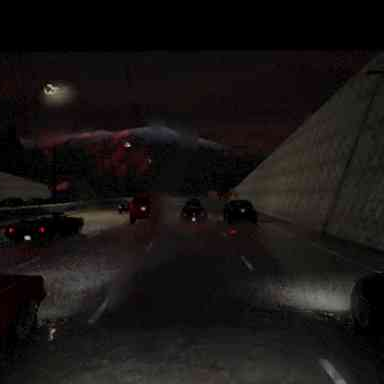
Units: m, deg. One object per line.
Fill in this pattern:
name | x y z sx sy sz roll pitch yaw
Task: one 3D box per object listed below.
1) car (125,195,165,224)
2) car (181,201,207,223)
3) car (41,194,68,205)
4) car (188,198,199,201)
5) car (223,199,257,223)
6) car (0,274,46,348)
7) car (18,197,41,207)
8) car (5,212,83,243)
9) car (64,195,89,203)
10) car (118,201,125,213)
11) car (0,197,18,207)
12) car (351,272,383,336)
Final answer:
car | -3.362 1.261 25.634 2.150 2.045 5.566 0 0 0
car | 0.137 1.641 25.843 1.895 1.301 4.718 0 0 0
car | -20.925 1.286 52.109 2.150 2.045 5.566 0 0 0
car | 0.162 1.566 42.692 1.837 1.490 4.892 0 -2 0
car | 3.637 1.392 25.874 2.097 1.767 4.553 0 0 0
car | -3.395 1.606 3.514 1.895 1.301 4.718 0 0 0
car | -24.426 1.574 52.037 2.128 1.511 4.902 0 0 0
car | -6.877 1.626 16.166 1.895 1.301 4.718 0 0 0
car | -17.431 1.572 51.524 2.128 1.511 4.902 0 0 0
car | -6.846 1.603 36.970 2.033 1.411 5.357 0 0 0
car | -27.930 1.589 51.654 1.837 1.490 4.892 0 0 0
car | 3.606 1.532 3.733 1.812 1.442 4.674 0 0 0
